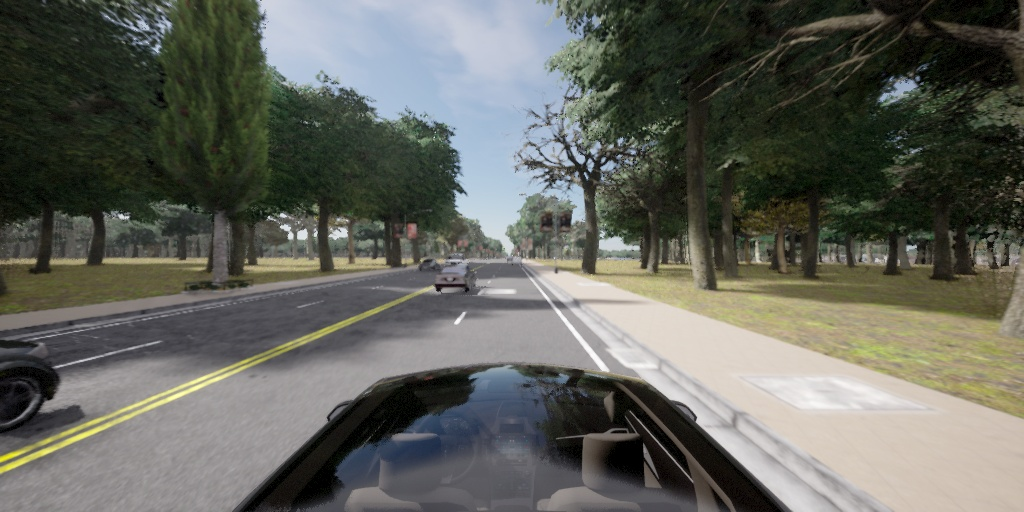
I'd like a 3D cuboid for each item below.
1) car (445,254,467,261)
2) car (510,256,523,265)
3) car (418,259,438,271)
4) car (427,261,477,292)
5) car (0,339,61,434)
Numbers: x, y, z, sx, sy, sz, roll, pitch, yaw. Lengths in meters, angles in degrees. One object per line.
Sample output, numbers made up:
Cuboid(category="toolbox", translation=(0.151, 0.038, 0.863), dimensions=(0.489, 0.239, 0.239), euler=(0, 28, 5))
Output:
Cuboid(category="car", translation=(-6.680, 0.765, 43.239), dimensions=(2.150, 2.045, 5.566), euler=(0, 0, 0))
Cuboid(category="car", translation=(0.939, 0.938, 64.531), dimensions=(1.812, 1.442, 4.674), euler=(0, 0, 0))
Cuboid(category="car", translation=(-9.927, 1.068, 43.357), dimensions=(1.812, 1.442, 4.674), euler=(0, 0, 0))
Cuboid(category="car", translation=(-3.170, 1.218, 20.791), dimensions=(2.033, 1.411, 5.357), euler=(0, 0, 0))
Cuboid(category="car", translation=(-6.600, 1.311, 2.641), dimensions=(1.994, 1.385, 4.181), euler=(0, 0, 0))
